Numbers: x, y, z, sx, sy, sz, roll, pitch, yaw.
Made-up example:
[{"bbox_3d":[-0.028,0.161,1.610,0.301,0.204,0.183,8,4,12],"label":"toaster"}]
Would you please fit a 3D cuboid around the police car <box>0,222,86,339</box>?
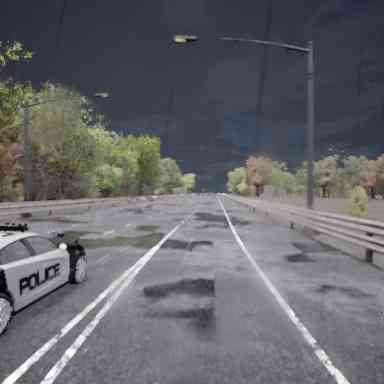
[{"bbox_3d":[-3.734,1.434,6.642,1.930,1.638,5.238,0,0,4],"label":"police car"}]
